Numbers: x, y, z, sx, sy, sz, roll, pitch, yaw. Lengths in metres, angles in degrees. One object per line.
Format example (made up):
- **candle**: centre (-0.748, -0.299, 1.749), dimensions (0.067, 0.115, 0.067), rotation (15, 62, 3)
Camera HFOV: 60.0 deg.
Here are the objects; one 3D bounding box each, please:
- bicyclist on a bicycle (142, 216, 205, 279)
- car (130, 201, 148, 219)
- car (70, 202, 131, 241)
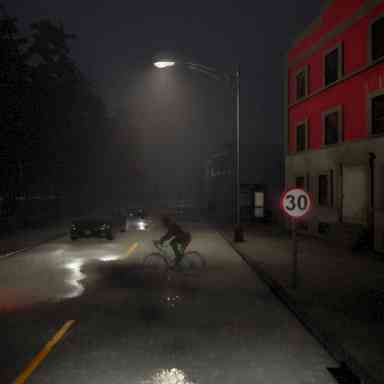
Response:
- **bicyclist on a bicycle**: centre (-0.499, 1.444, 8.650), dimensions (1.656, 1.620, 0.582), rotation (-2, 0, -2)
- **car**: centre (-4.912, 1.524, 28.870), dimensions (1.812, 1.442, 4.674), rotation (0, 0, -2)
- **car**: centre (-4.571, 1.477, 16.793), dimensions (1.882, 1.535, 5.008), rotation (0, 0, -2)
